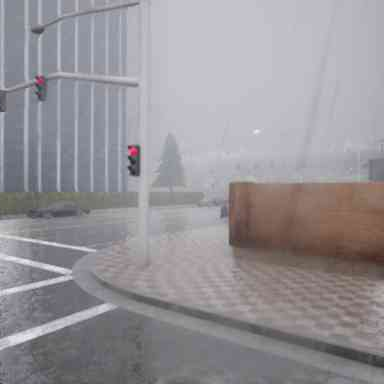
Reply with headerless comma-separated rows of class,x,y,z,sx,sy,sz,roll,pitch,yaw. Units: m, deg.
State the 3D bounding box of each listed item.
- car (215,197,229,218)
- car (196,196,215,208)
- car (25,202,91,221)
car,4.257,1.271,28.077,2.097,1.767,4.553,0,0,35
car,2.524,1.360,44.080,1.837,1.490,4.892,0,0,36
car,-10.348,1.456,25.920,1.895,1.301,4.718,0,0,35
